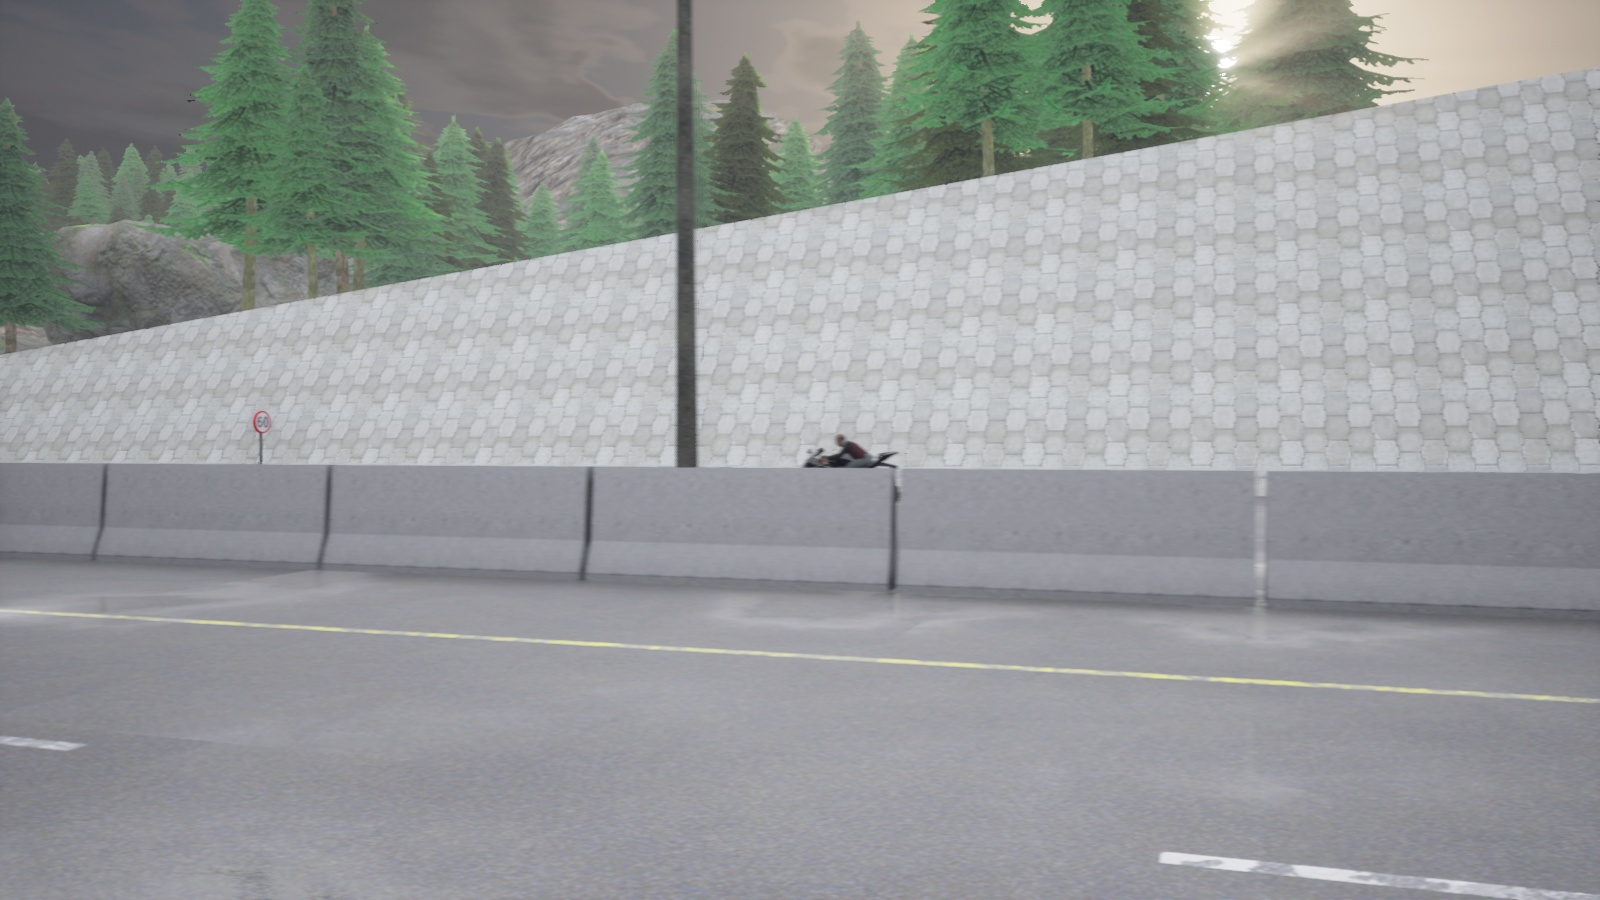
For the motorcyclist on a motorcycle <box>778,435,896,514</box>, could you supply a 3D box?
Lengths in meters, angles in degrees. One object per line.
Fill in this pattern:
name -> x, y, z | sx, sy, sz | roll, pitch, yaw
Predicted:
motorcyclist on a motorcycle -> 0.748, 0.462, 25.097 | 2.191, 1.530, 0.866 | 1, 1, 19
